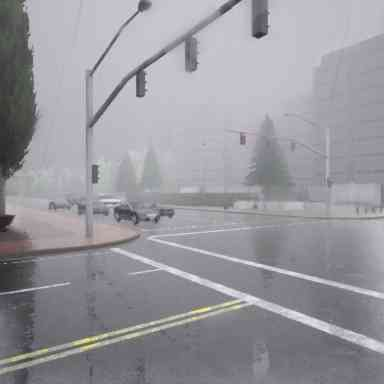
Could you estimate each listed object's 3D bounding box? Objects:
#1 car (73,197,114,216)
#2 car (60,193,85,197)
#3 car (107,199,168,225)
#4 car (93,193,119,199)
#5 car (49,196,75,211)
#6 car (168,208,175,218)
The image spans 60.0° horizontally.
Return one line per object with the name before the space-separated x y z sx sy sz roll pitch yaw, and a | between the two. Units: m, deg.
car | -9.526 1.505 31.870 1.837 1.490 4.892 0 0 -36
car | -18.568 1.223 50.527 2.150 2.045 5.566 0 0 -36
car | -4.108 1.492 24.339 2.128 1.511 4.902 0 0 -36
car | -9.934 1.222 38.447 2.150 2.045 5.566 0 0 -36
car | -16.591 1.526 41.733 1.812 1.442 4.674 0 0 -36
car | -3.420 1.601 29.367 1.895 1.301 4.718 0 0 -36
